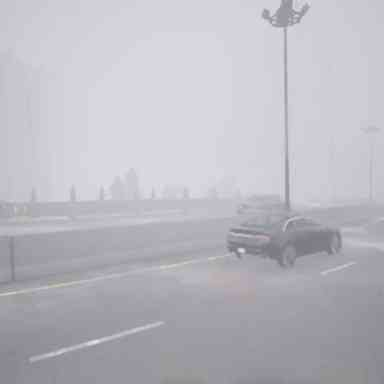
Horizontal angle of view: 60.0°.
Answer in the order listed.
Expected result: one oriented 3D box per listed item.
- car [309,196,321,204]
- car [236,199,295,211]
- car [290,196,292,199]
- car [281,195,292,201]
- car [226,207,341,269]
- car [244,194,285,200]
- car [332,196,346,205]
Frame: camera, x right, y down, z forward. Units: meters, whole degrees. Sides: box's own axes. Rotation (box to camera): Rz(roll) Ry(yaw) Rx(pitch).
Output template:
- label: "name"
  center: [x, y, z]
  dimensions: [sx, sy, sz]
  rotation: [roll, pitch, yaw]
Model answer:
- label: "car"
  center: [23.785, 1.461, 64.616]
  dimensions: [2.128, 1.511, 4.902]
  rotation: [-1, 0, 15]
- label: "car"
  center: [5.376, 1.471, 23.328]
  dimensions: [1.837, 1.490, 4.892]
  rotation: [0, 0, 42]
- label: "car"
  center: [12.578, 1.321, 45.475]
  dimensions: [2.097, 1.767, 4.553]
  rotation: [-1, 0, 28]
- label: "car"
  center: [23.572, 1.548, 82.811]
  dimensions: [2.033, 1.411, 5.357]
  rotation: [-1, 0, 10]
- label: "car"
  center: [3.252, 1.464, 11.207]
  dimensions: [4.902, 1.511, 2.128]
  rotation: [0, 0, -41]
- label: "car"
  center: [6.078, 1.193, 29.403]
  dimensions: [2.150, 2.045, 5.566]
  rotation: [0, 0, 39]
- label: "car"
  center: [25.410, 1.440, 57.601]
  dimensions: [2.033, 1.411, 5.357]
  rotation: [-1, 0, 18]
